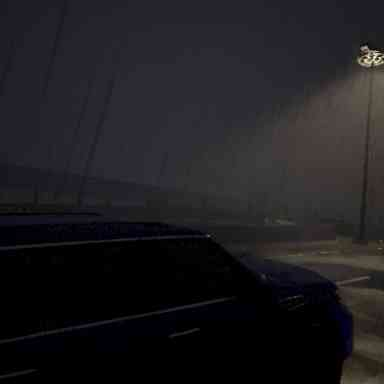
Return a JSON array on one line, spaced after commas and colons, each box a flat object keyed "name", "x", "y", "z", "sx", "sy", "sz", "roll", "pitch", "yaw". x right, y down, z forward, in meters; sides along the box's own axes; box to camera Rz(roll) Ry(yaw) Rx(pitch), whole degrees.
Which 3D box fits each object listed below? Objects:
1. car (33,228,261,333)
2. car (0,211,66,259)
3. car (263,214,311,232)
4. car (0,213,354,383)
[{"name": "car", "x": -0.800, "y": 1.648, "z": 7.476, "sx": 4.718, "sy": 1.301, "sz": 1.895, "roll": 1, "pitch": -1, "yaw": -35}, {"name": "car", "x": -7.248, "y": 1.511, "z": 11.720, "sx": 4.892, "sy": 1.490, "sz": 1.837, "roll": 1, "pitch": -1, "yaw": -35}, {"name": "car", "x": 9.185, "y": 3.003, "z": 32.046, "sx": 4.718, "sy": 1.301, "sz": 1.895, "roll": 7, "pitch": -4, "yaw": -35}, {"name": "car", "x": -0.745, "y": 1.234, "z": 3.215, "sx": 5.566, "sy": 2.045, "sz": 2.150, "roll": 1, "pitch": 0, "yaw": -35}]
